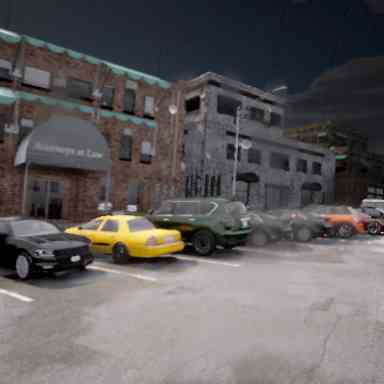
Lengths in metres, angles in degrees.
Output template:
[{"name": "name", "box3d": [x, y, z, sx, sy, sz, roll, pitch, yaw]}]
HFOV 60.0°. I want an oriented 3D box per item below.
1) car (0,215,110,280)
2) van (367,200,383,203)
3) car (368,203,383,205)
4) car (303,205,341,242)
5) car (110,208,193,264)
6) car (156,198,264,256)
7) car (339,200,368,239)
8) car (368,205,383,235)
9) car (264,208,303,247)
[{"name": "car", "box3d": [-5.052, 1.478, 9.997, 5.008, 1.535, 2.097, -1, -1, 35]}, {"name": "van", "box3d": [14.020, 1.537, 23.615, 4.442, 1.987, 1.878, 0, -1, 35]}, {"name": "car", "box3d": [11.710, 1.705, 21.862, 5.008, 1.535, 2.097, -1, -2, 35]}, {"name": "car", "box3d": [4.527, 1.573, 16.780, 4.892, 1.521, 2.231, -1, -1, 35]}, {"name": "car", "box3d": [-2.808, 1.489, 11.799, 5.366, 1.575, 1.946, -1, -1, 35]}, {"name": "car", "box3d": [-0.293, 1.262, 13.409, 5.566, 2.045, 2.435, -1, -1, 35]}, {"name": "car", "box3d": [6.942, 1.483, 18.458, 4.553, 1.767, 2.185, -1, -1, 35]}, {"name": "car", "box3d": [9.344, 1.685, 20.155, 4.792, 1.488, 2.163, -1, -2, 35]}, {"name": "car", "box3d": [2.129, 1.538, 15.083, 4.892, 1.521, 2.231, -1, -1, 35]}]
